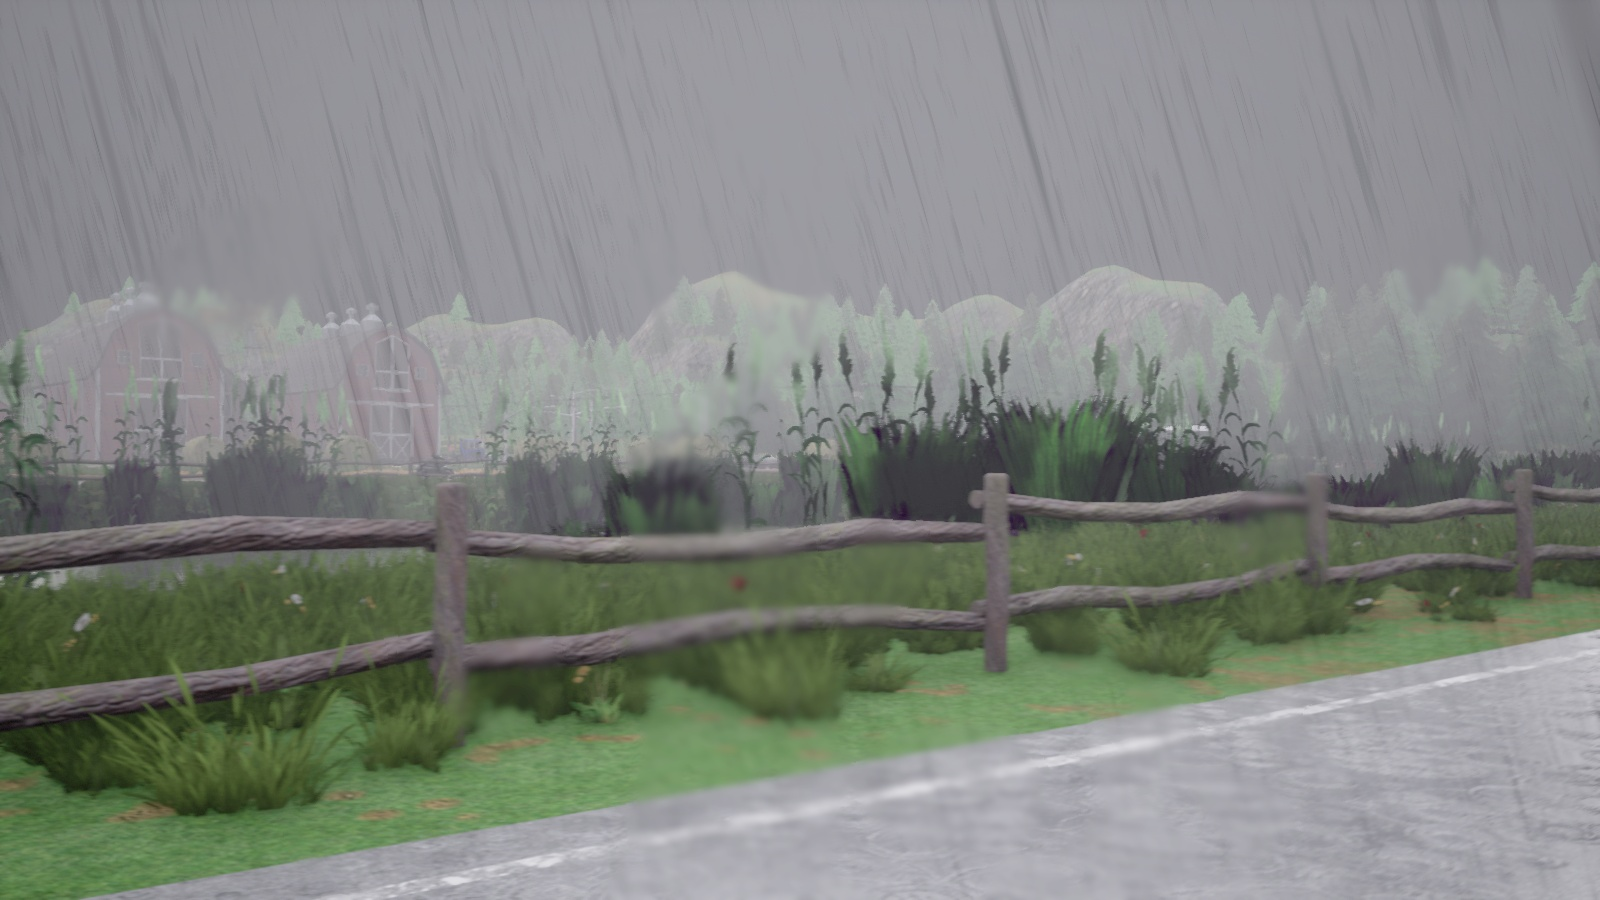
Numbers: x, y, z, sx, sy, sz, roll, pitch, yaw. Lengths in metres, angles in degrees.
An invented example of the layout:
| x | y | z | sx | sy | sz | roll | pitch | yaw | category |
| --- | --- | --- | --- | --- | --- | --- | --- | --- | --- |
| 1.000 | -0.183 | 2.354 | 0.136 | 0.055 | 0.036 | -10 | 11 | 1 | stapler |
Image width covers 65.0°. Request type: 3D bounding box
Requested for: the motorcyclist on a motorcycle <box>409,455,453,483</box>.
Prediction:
| x | y | z | sx | sy | sz | roll | pitch | yaw | category |
| --- | --- | --- | --- | --- | --- | --- | --- | --- | --- |
| -20.419 | 1.016 | 69.561 | 2.191 | 1.530 | 0.866 | 0 | 0 | -38 | motorcyclist on a motorcycle |
